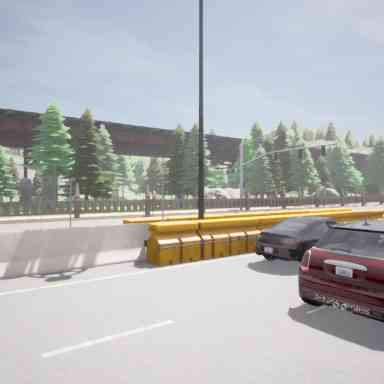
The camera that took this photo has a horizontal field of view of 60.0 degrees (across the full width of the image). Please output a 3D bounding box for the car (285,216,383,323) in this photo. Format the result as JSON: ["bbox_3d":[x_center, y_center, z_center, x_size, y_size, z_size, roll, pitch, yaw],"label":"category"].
[{"bbox_3d":[4.269,1.352,6.802,4.553,1.767,2.097,0,0,-36],"label":"car"}]

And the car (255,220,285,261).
[{"bbox_3d":[4.102,1.526,10.976,4.674,1.442,1.812,0,0,-35],"label":"car"}]
